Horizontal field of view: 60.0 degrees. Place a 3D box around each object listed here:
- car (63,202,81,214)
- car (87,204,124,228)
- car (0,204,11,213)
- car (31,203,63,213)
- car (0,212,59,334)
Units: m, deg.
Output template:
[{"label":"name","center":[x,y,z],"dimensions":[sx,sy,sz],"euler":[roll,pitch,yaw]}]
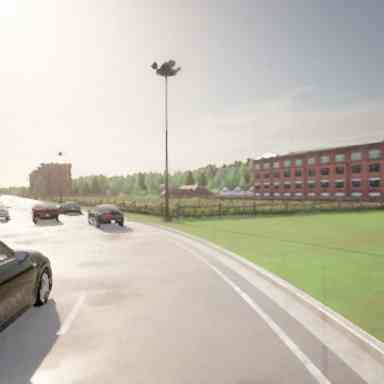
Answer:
[{"label":"car","center":[-14.247,1.831,38.786],"dimensions":[1.994,1.385,4.181],"euler":[0,0,-28]},{"label":"car","center":[-6.175,1.654,23.622],"dimensions":[1.837,1.490,4.892],"euler":[0,0,-27]},{"label":"car","center":[-17.462,1.773,29.998],"dimensions":[1.812,1.442,4.674],"euler":[0,0,-28]},{"label":"car","center":[-12.475,1.685,28.175],"dimensions":[1.882,1.535,5.008],"euler":[0,0,-28]},{"label":"car","center":[-3.850,1.400,5.205],"dimensions":[2.097,1.767,4.553],"euler":[0,0,-6]}]
